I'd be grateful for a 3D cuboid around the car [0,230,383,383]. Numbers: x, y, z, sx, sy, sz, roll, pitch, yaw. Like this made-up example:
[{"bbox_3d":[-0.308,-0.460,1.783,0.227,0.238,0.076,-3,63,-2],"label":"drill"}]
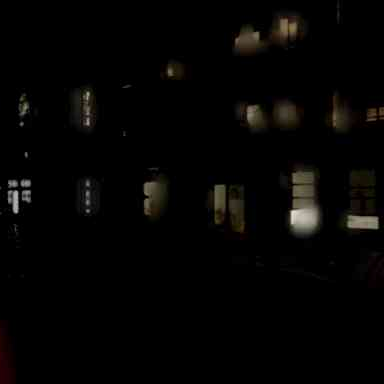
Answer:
[{"bbox_3d":[-0.405,1.320,3.165,5.009,1.841,2.192,0,0,35],"label":"car"}]
